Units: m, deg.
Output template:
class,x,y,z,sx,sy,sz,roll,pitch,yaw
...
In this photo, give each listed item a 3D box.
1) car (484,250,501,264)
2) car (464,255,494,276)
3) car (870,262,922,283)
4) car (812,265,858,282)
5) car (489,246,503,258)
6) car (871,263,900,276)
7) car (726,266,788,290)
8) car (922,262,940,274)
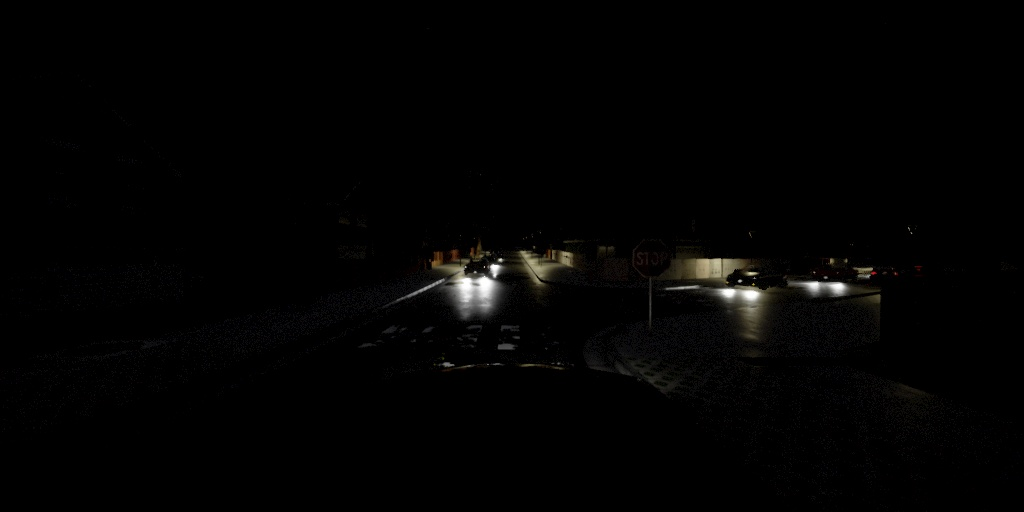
class,x,y,z,sx,sy,sz,roll,pitch,yaw
car,-2.800,0.325,45.012,1.895,1.301,4.718,0,2,0
car,-2.820,0.858,29.729,1.895,1.301,4.718,0,2,0
car,29.459,1.358,27.714,5.357,1.411,2.033,0,0,-34
car,26.204,1.388,29.087,4.718,1.301,1.895,0,0,-34
car,-2.708,-0.712,63.012,2.150,2.045,5.566,0,2,0
car,42.658,1.483,40.920,4.718,1.301,1.895,0,0,-38
car,15.040,1.294,22.009,4.181,1.385,1.994,0,0,-31
car,48.760,1.418,42.296,4.892,1.490,1.837,0,0,-39
